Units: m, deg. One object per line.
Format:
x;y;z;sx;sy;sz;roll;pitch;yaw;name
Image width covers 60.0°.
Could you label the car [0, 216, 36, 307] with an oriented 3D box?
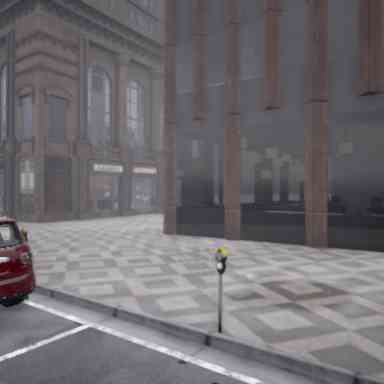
-5.222;1.373;6.791;5.009;1.841;2.192;0;0;36;car
